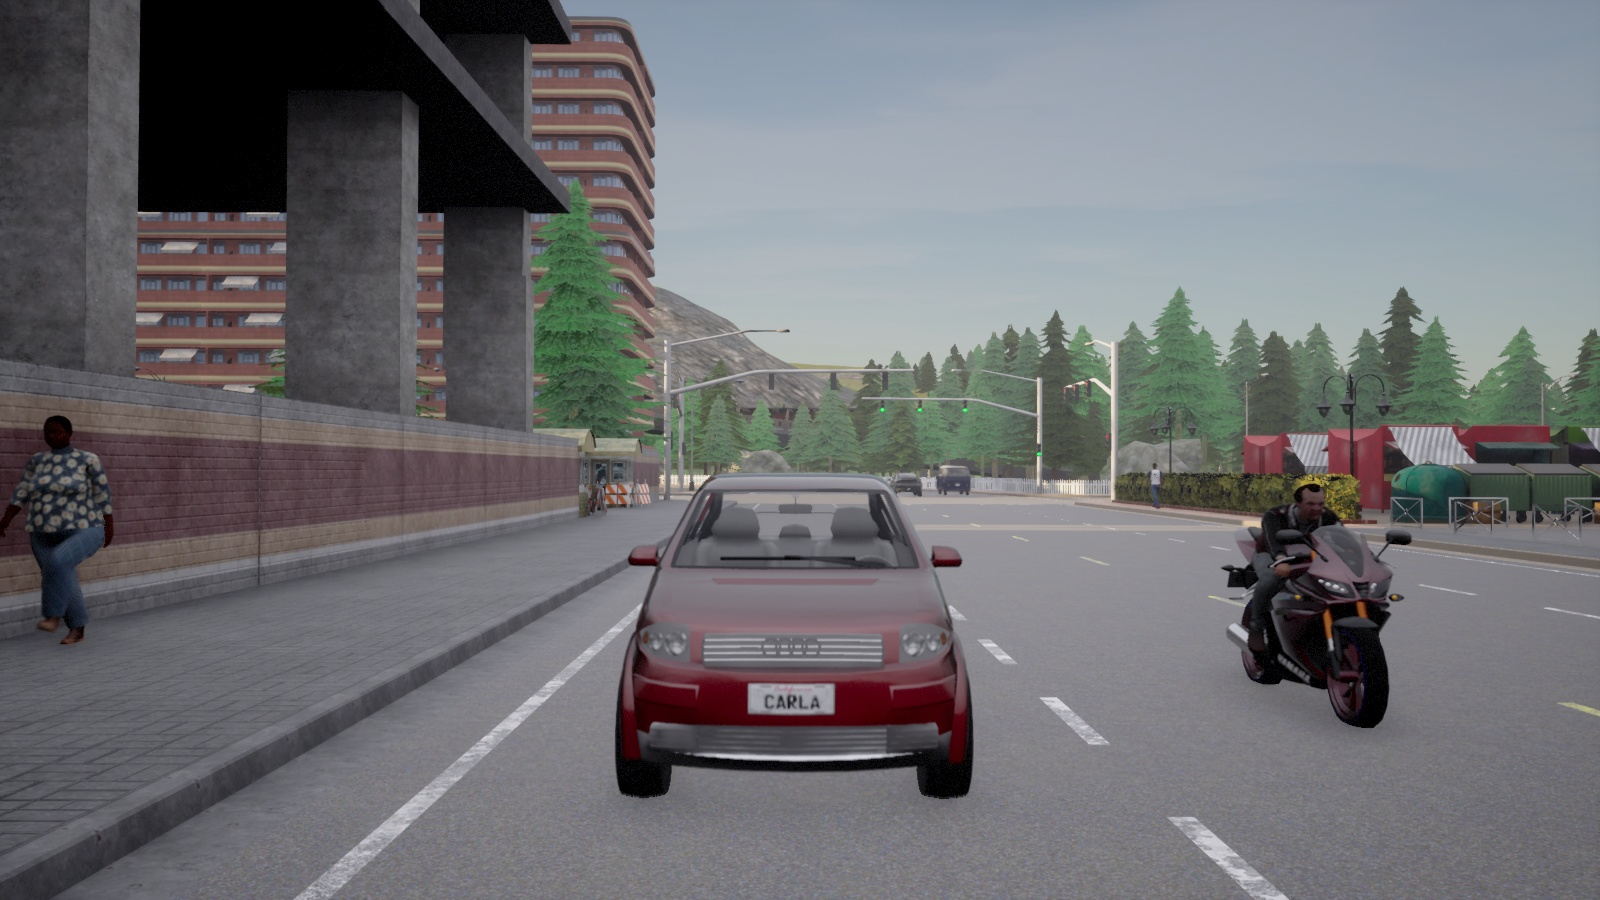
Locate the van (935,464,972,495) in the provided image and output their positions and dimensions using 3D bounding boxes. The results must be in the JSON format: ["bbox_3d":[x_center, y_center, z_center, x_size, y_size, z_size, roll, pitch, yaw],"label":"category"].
[{"bbox_3d":[10.197,1.938,83.766,1.775,1.987,4.442,0,-1,-2],"label":"van"}]

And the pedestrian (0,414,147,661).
[{"bbox_3d":[-5.820,0.668,9.903,0.874,1.855,0.900,0,-1,-1],"label":"pedestrian"}]

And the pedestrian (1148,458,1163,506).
[{"bbox_3d":[13.771,1.228,48.629,0.354,1.836,0.706,0,-1,0],"label":"pedestrian"}]

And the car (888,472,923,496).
[{"bbox_3d":[6.773,2.169,80.923,1.837,1.490,4.892,0,-1,0],"label":"car"}]

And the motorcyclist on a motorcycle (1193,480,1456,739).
[{"bbox_3d":[3.476,0.980,8.602,0.866,1.530,2.191,0,-1,0],"label":"motorcyclist on a motorcycle"}]

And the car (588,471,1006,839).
[{"bbox_3d":[-0.021,0.911,7.247,1.789,1.549,3.705,0,-1,0],"label":"car"}]
